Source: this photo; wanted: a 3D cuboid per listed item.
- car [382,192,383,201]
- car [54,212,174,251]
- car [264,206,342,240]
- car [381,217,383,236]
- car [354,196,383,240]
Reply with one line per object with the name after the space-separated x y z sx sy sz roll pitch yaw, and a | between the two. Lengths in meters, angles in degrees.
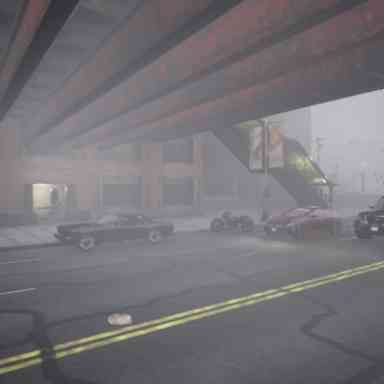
37.705 0.807 62.132 4.553 1.767 2.185 0 0 -36 | car
-3.188 1.556 14.019 4.718 1.301 1.895 0 0 -36 | car
5.607 1.431 16.476 4.674 1.442 1.812 0 0 -36 | car
7.492 1.417 9.003 4.902 1.511 2.128 0 0 -35 | car
9.628 1.111 15.055 5.566 2.045 2.150 -1 0 -36 | car
